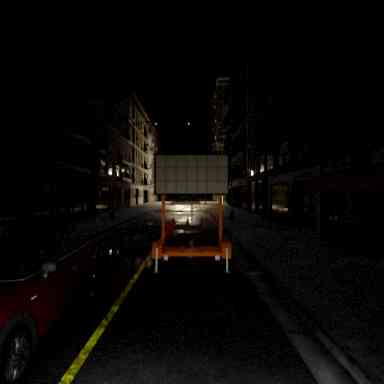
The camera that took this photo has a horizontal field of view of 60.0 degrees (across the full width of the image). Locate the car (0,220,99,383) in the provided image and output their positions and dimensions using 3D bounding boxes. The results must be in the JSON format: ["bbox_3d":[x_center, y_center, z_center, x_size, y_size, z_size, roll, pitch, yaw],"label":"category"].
[{"bbox_3d":[-3.009,1.366,5.166,2.097,1.767,4.553,0,0,0],"label":"car"}]

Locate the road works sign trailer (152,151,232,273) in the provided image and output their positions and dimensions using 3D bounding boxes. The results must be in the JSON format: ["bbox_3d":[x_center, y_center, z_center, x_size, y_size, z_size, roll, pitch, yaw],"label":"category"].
[{"bbox_3d":[-0.005,0.495,10.761,2.380,3.560,2.880,0,0,0],"label":"road works sign trailer"}]
